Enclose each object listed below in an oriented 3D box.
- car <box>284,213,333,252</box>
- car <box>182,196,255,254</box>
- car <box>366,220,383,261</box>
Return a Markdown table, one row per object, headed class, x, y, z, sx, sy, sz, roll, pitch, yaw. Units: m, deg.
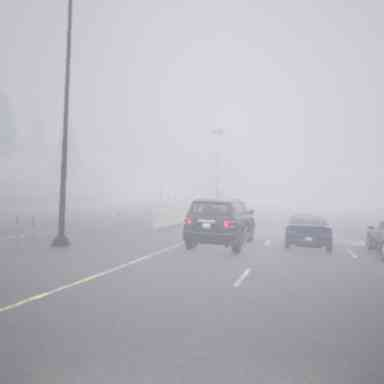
| class | x | y | z | sx | sy | sz | roll | pitch | yaw |
| --- | --- | --- | --- | --- | --- | --- | --- | --- | --- |
| car | 5.328 | 1.714 | 15.444 | 1.882 | 1.535 | 5.008 | 2 | 0 | 17 |
| car | 1.343 | 1.304 | 14.359 | 2.150 | 2.045 | 5.566 | 2 | 0 | 18 |
| car | 8.301 | 1.853 | 13.202 | 1.837 | 1.490 | 4.892 | 2 | 0 | 18 |
